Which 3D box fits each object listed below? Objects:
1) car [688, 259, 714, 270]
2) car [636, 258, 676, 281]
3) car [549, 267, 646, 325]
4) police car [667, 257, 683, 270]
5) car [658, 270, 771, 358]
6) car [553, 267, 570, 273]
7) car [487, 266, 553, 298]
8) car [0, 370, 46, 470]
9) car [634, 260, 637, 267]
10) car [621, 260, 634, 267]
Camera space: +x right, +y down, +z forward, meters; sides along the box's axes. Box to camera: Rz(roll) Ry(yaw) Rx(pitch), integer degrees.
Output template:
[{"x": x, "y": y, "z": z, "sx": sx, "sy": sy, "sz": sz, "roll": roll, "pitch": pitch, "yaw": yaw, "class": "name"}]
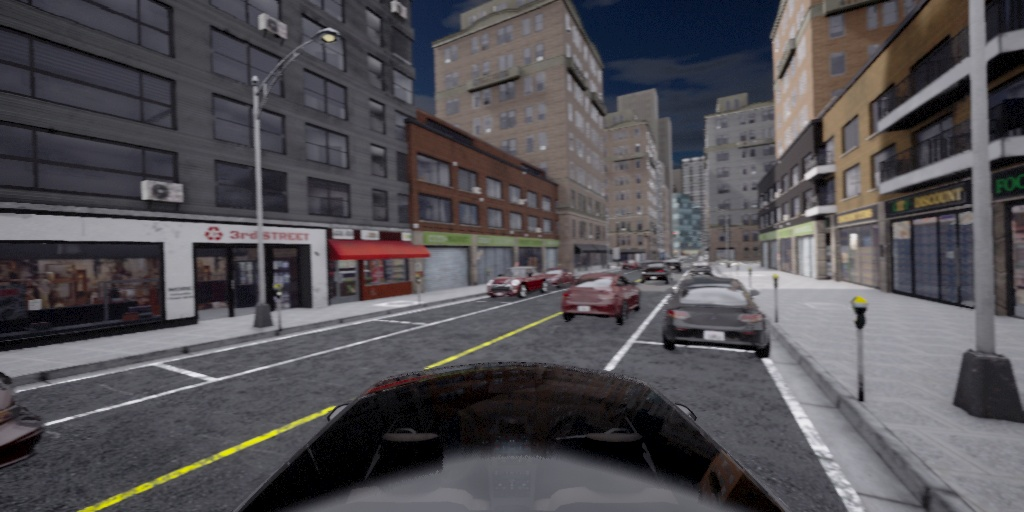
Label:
[{"x": 15.747, "y": 1.089, "z": 29.846, "sx": 2.007, "sy": 1.370, "sz": 4.403, "roll": 0, "pitch": 0, "yaw": 28, "class": "car"}, {"x": 10.543, "y": 1.152, "z": 25.992, "sx": 1.837, "sy": 1.490, "sz": 4.892, "roll": -2, "pitch": 0, "yaw": 28, "class": "car"}, {"x": 3.048, "y": 1.267, "z": 11.867, "sx": 1.812, "sy": 1.442, "sz": 4.674, "roll": -2, "pitch": -1, "yaw": 28, "class": "car"}, {"x": 18.335, "y": 0.966, "z": 40.889, "sx": 1.930, "sy": 1.638, "sz": 5.238, "roll": -2, "pitch": 0, "yaw": 28, "class": "police car"}, {"x": 4.586, "y": 1.204, "z": 8.269, "sx": 1.812, "sy": 1.442, "sz": 4.674, "roll": -2, "pitch": 0, "yaw": 28, "class": "car"}, {"x": 2.968, "y": 1.406, "z": 23.982, "sx": 1.802, "sy": 1.307, "sz": 4.207, "roll": 0, "pitch": 0, "yaw": 28, "class": "car"}, {"x": 0.349, "y": 1.297, "z": 19.048, "sx": 1.967, "sy": 1.591, "sz": 4.097, "roll": 0, "pitch": 0, "yaw": 28, "class": "car"}, {"x": -6.178, "y": 1.449, "z": 1.312, "sx": 2.033, "sy": 1.411, "sz": 5.357, "roll": -2, "pitch": 0, "yaw": 28, "class": "car"}, {"x": 16.830, "y": 1.166, "z": 44.468, "sx": 1.994, "sy": 1.385, "sz": 4.181, "roll": -2, "pitch": 0, "yaw": 28, "class": "car"}, {"x": 16.061, "y": 1.192, "z": 48.651, "sx": 1.888, "sy": 1.381, "sz": 4.507, "roll": 0, "pitch": 0, "yaw": 28, "class": "car"}]
